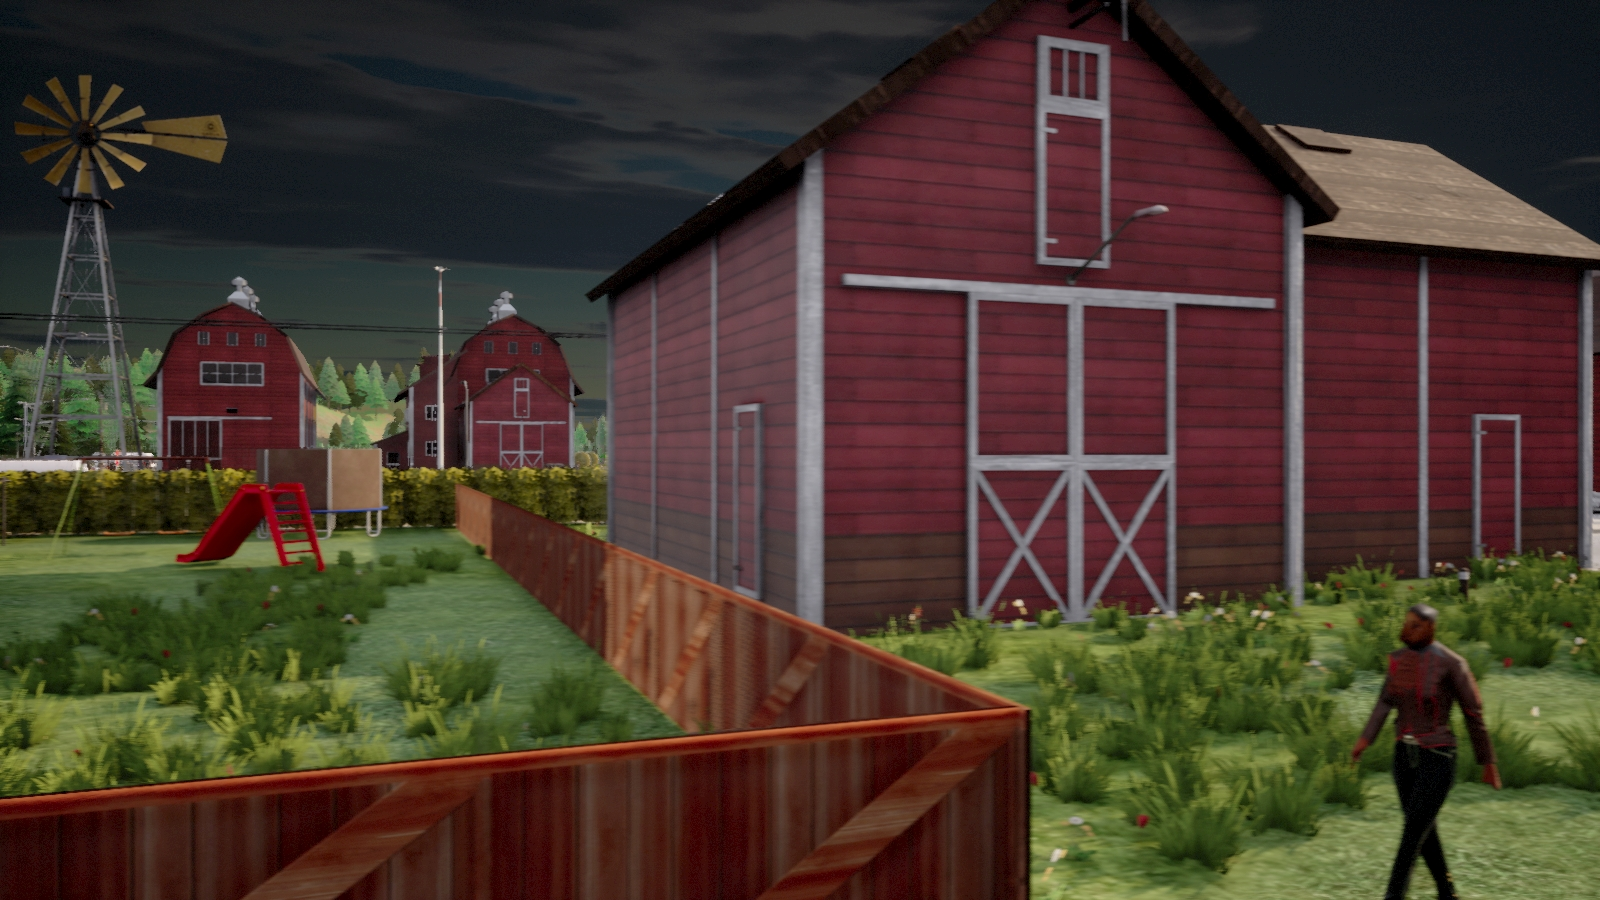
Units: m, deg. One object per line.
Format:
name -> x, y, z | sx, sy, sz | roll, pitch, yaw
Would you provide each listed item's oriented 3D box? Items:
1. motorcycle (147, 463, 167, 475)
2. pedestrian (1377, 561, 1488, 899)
motorcycle -> -73.216, 2.140, 130.135 | 1.805, 1.316, 0.856 | 0, -2, -13
pedestrian -> 3.434, 1.555, 6.212 | 0.375, 1.860, 0.375 | 0, 0, -23
